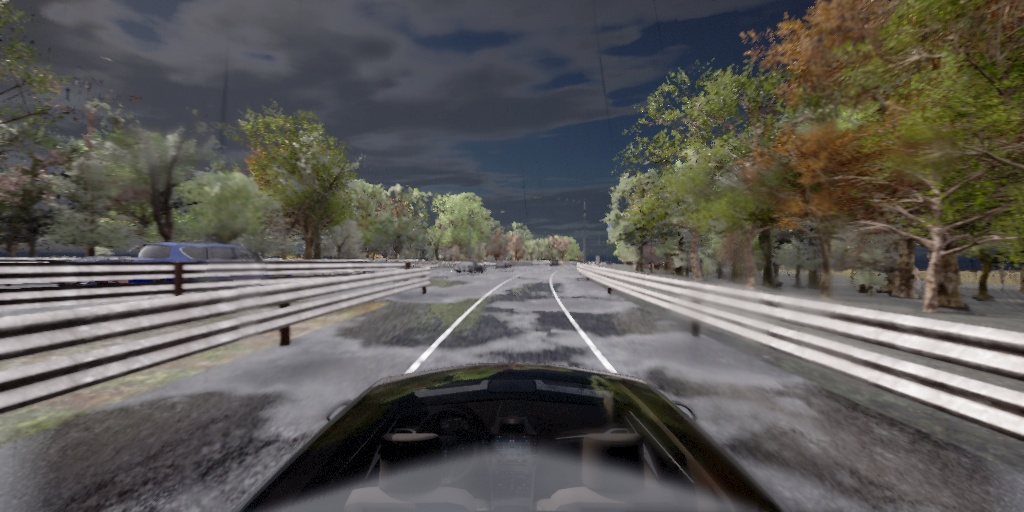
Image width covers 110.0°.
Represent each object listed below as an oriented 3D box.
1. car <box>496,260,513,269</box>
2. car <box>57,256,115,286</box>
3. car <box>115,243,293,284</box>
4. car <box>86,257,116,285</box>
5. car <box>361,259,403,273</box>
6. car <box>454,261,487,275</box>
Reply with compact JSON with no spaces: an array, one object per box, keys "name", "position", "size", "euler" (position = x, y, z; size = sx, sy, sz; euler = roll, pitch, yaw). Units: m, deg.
[{"name":"car","position":[-1.328,1.494,61.806],"size":[2.128,1.511,4.902],"euler":[0,-1,17]},{"name":"car","position":[-18.978,0.765,17.408],"size":[2.128,1.511,4.902],"euler":[0,-1,18]},{"name":"car","position":[-12.316,0.542,15.246],"size":[2.150,2.045,5.566],"euler":[0,-1,18]},{"name":"car","position":[-15.658,0.862,16.302],"size":[1.994,1.385,4.181],"euler":[0,-1,18]},{"name":"car","position":[-13.029,1.036,36.157],"size":[1.882,1.535,5.008],"euler":[0,-1,17]},{"name":"car","position":[-4.549,1.287,39.671],"size":[2.033,1.411,5.357],"euler":[2,0,18]}]
